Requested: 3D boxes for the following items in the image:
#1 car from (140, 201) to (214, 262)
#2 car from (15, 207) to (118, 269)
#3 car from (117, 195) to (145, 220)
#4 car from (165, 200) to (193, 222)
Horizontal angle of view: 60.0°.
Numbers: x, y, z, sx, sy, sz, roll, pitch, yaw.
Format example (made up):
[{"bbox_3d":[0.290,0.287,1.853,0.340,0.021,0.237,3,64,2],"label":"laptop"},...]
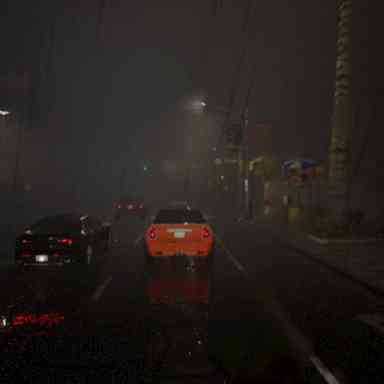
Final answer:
[{"bbox_3d":[-0.438,1.245,11.859,2.097,1.767,4.553,0,1,-2],"label":"car"},{"bbox_3d":[-3.882,1.417,10.825,1.837,1.490,4.892,0,0,-2],"label":"car"},{"bbox_3d":[-4.537,1.128,26.061,2.097,1.767,4.553,0,0,-3],"label":"car"},{"bbox_3d":[-0.986,1.376,25.069,1.895,1.301,4.718,0,1,-3],"label":"car"}]
